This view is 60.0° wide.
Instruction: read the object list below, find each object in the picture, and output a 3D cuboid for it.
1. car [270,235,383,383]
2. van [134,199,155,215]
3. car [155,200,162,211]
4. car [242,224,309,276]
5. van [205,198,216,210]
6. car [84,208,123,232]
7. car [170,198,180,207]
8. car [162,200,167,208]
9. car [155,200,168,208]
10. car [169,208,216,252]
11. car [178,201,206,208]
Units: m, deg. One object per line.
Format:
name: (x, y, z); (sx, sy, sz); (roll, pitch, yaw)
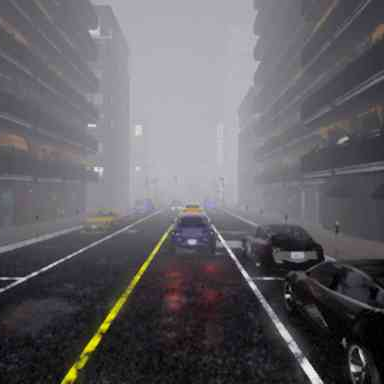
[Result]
car: (2.685, 1.612, 4.869); (1.947, 1.339, 4.313); (-1, -1, 0)
van: (-5.663, 1.706, 38.895); (1.690, 1.788, 3.998); (-1, -1, 0)
car: (-5.654, 1.969, 44.556); (2.008, 1.369, 4.403); (-1, -1, 0)
car: (2.690, 1.664, 10.533); (1.947, 1.339, 4.313); (-1, -1, 0)
van: (2.729, 1.813, 50.178); (1.690, 1.788, 3.998); (-1, -1, 0)
car: (-5.678, 1.728, 21.732); (1.752, 1.417, 4.829); (-1, -1, 0)
car: (-2.934, 2.175, 64.448); (1.994, 1.385, 4.181); (0, -1, 0)
car: (-5.642, 2.051, 55.714); (1.752, 1.417, 4.829); (-1, -1, 0)
car: (-5.636, 2.132, 61.548); (2.008, 1.369, 4.403); (-1, -1, 0)
car: (0.019, 1.660, 14.382); (1.812, 1.442, 4.674); (0, 0, 0)
car: (0.037, 1.754, 29.468); (1.882, 1.535, 5.008); (0, 0, 0)
